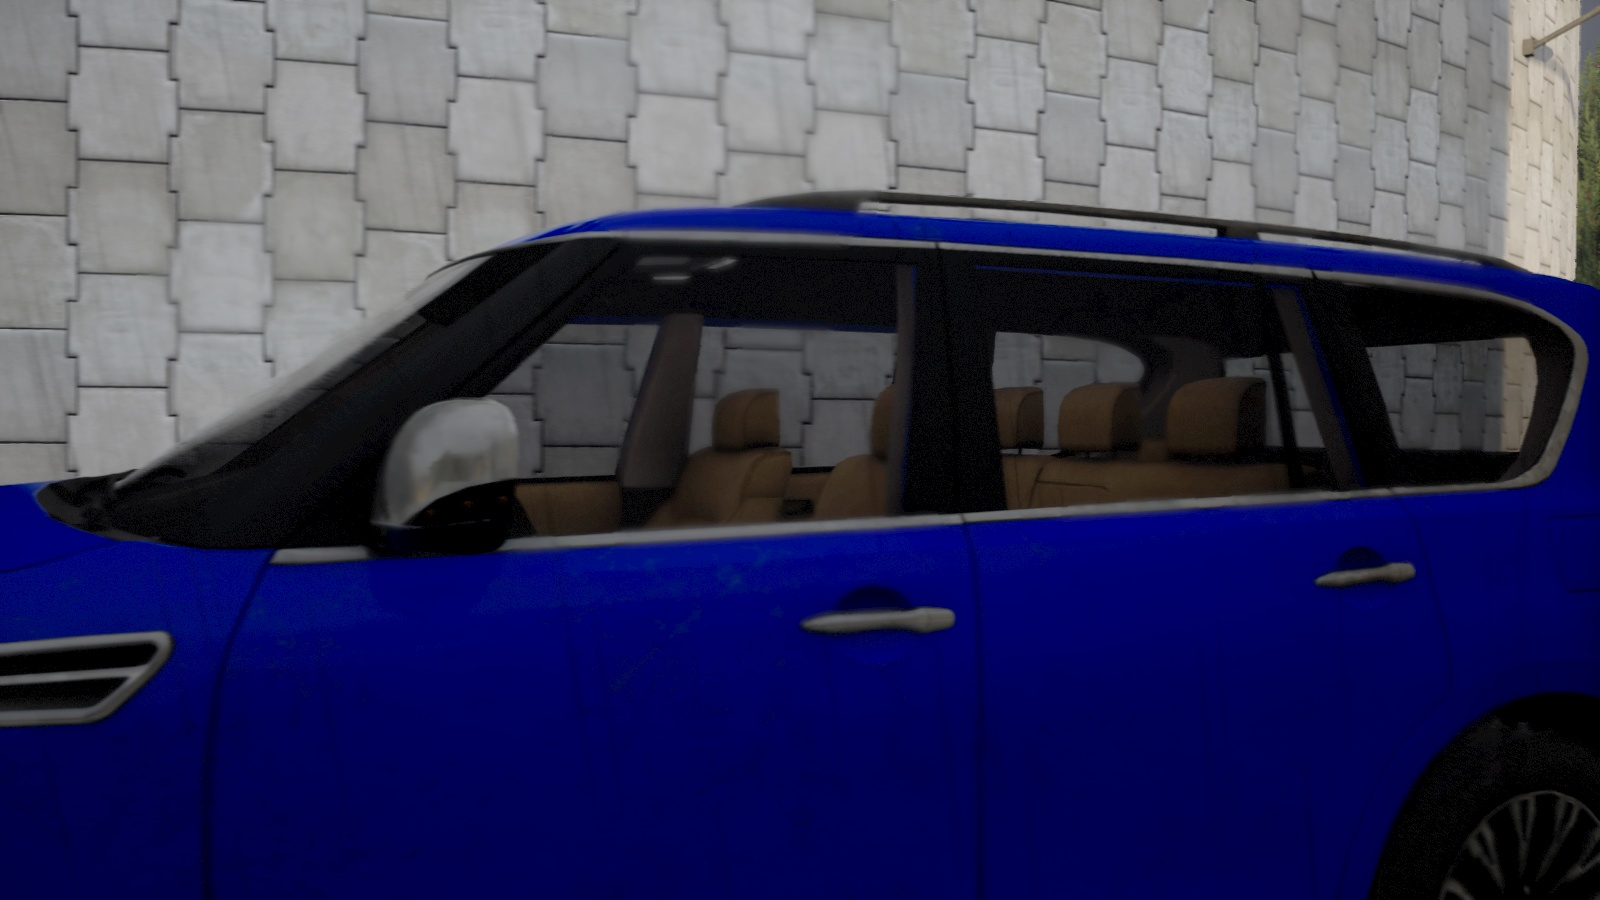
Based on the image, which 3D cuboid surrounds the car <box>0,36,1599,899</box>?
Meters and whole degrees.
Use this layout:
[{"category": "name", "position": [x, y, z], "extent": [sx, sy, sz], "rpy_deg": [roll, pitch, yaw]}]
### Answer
[{"category": "car", "position": [-0.168, 0.473, 3.119], "extent": [5.566, 2.045, 2.150], "rpy_deg": [-1, 1, -24]}]
